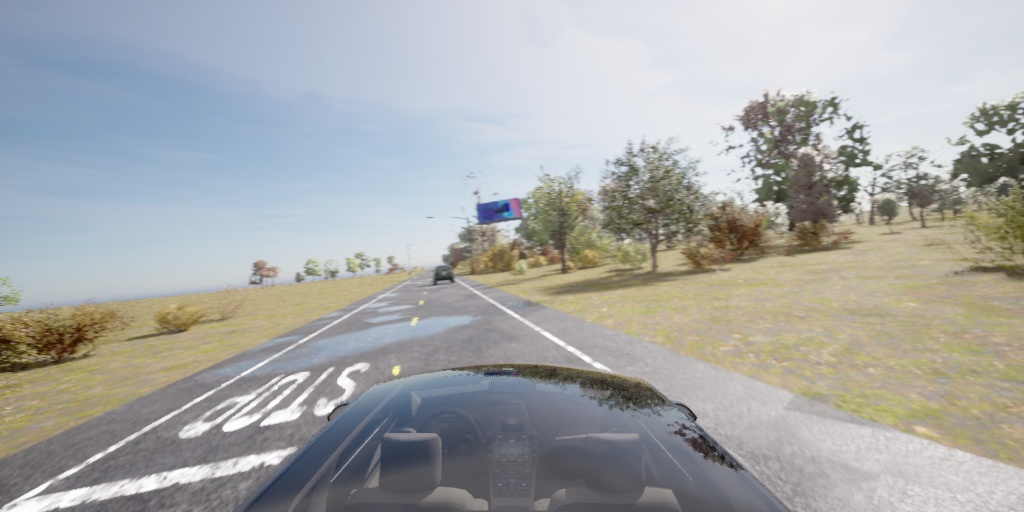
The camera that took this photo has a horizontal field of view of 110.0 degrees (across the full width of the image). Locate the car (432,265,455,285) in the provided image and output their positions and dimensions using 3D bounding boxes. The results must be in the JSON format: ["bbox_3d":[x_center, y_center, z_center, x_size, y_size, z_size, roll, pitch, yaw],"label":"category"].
[{"bbox_3d":[-7.543,2.031,39.474,2.150,2.045,5.566,-6,0,-12],"label":"car"}]
